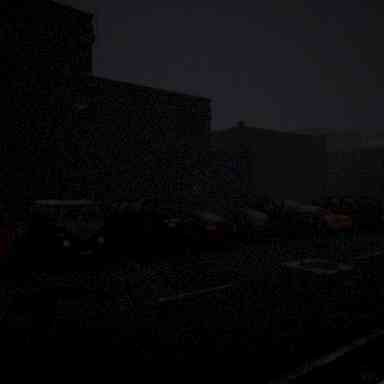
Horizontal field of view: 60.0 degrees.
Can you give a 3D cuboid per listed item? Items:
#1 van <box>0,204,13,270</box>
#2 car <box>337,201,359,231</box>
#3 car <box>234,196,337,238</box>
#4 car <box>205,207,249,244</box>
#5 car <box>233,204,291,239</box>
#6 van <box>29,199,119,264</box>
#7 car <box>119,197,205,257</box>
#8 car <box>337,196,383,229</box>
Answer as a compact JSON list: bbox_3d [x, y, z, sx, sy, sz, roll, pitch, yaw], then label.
[{"bbox_3d":[-6.808,1.244,10.266,1.878,1.987,4.442,0,0,-35],"label":"van"},{"bbox_3d":[6.732,1.497,19.997,1.946,1.575,5.366,0,0,-35],"label":"car"},{"bbox_3d":[4.491,1.241,18.138,2.435,2.045,5.566,0,0,-35],"label":"car"},{"bbox_3d":[0.051,1.520,15.006,2.002,1.452,4.674,0,0,-35],"label":"car"},{"bbox_3d":[2.262,1.526,16.581,2.002,1.452,4.674,0,0,-35],"label":"car"},{"bbox_3d":[-4.411,1.246,11.688,1.878,1.987,4.442,0,0,-35],"label":"van"},{"bbox_3d":[-2.230,1.225,13.419,2.435,2.045,5.566,0,0,-35],"label":"car"},{"bbox_3d":[9.087,1.257,21.483,2.435,2.045,5.566,0,0,-35],"label":"car"}]
